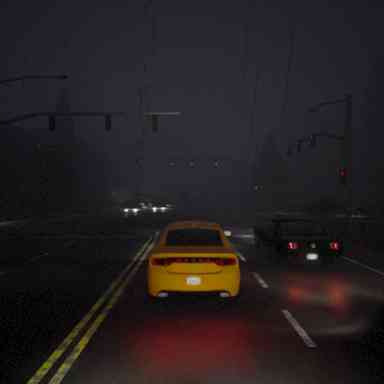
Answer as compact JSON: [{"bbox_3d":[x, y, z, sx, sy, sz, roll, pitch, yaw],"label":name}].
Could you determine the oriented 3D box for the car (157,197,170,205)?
[{"bbox_3d":[-5.027,1.564,59.730,1.994,1.385,4.181,0,0,-1],"label":"car"}]

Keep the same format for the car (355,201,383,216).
[{"bbox_3d":[18.774,1.547,32.151,5.357,1.411,2.033,0,0,-2],"label":"car"}]

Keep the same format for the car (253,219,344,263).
[{"bbox_3d":[3.499,1.601,11.963,1.895,1.301,4.718,0,0,-1],"label":"car"}]

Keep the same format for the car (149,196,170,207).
[{"bbox_3d":[-4.792,1.564,49.700,1.994,1.385,4.181,0,0,-2],"label":"car"}]

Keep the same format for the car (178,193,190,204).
[{"bbox_3d":[-1.500,1.221,65.246,2.150,2.045,5.566,0,0,-2],"label":"car"}]

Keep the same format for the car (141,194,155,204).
[{"bbox_3d":[-8.640,1.352,65.508,2.097,1.767,4.553,0,0,-1],"label":"car"}]

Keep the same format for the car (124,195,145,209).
[{"bbox_3d":[-8.207,1.564,46.388,1.994,1.385,4.181,0,0,-1],"label":"car"}]

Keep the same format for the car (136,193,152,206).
[{"bbox_3d":[-8.439,1.221,55.708,2.150,2.045,5.566,0,0,-1],"label":"car"}]

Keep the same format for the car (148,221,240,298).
[{"bbox_3d":[0.034,1.478,8.589,1.882,1.535,5.008,0,0,0],"label":"car"}]

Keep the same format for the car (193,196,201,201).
[{"bbox_3d":[1.308,1.595,88.165,1.895,1.301,4.718,0,0,-1],"label":"car"}]

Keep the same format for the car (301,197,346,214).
[{"bbox_3d":[14.084,1.352,35.517,4.553,1.767,2.097,0,0,-2],"label":"car"}]

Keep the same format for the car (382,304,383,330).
[{"bbox_3d":[3.598,1.478,2.663,1.882,1.535,5.008,0,0,0],"label":"car"}]
